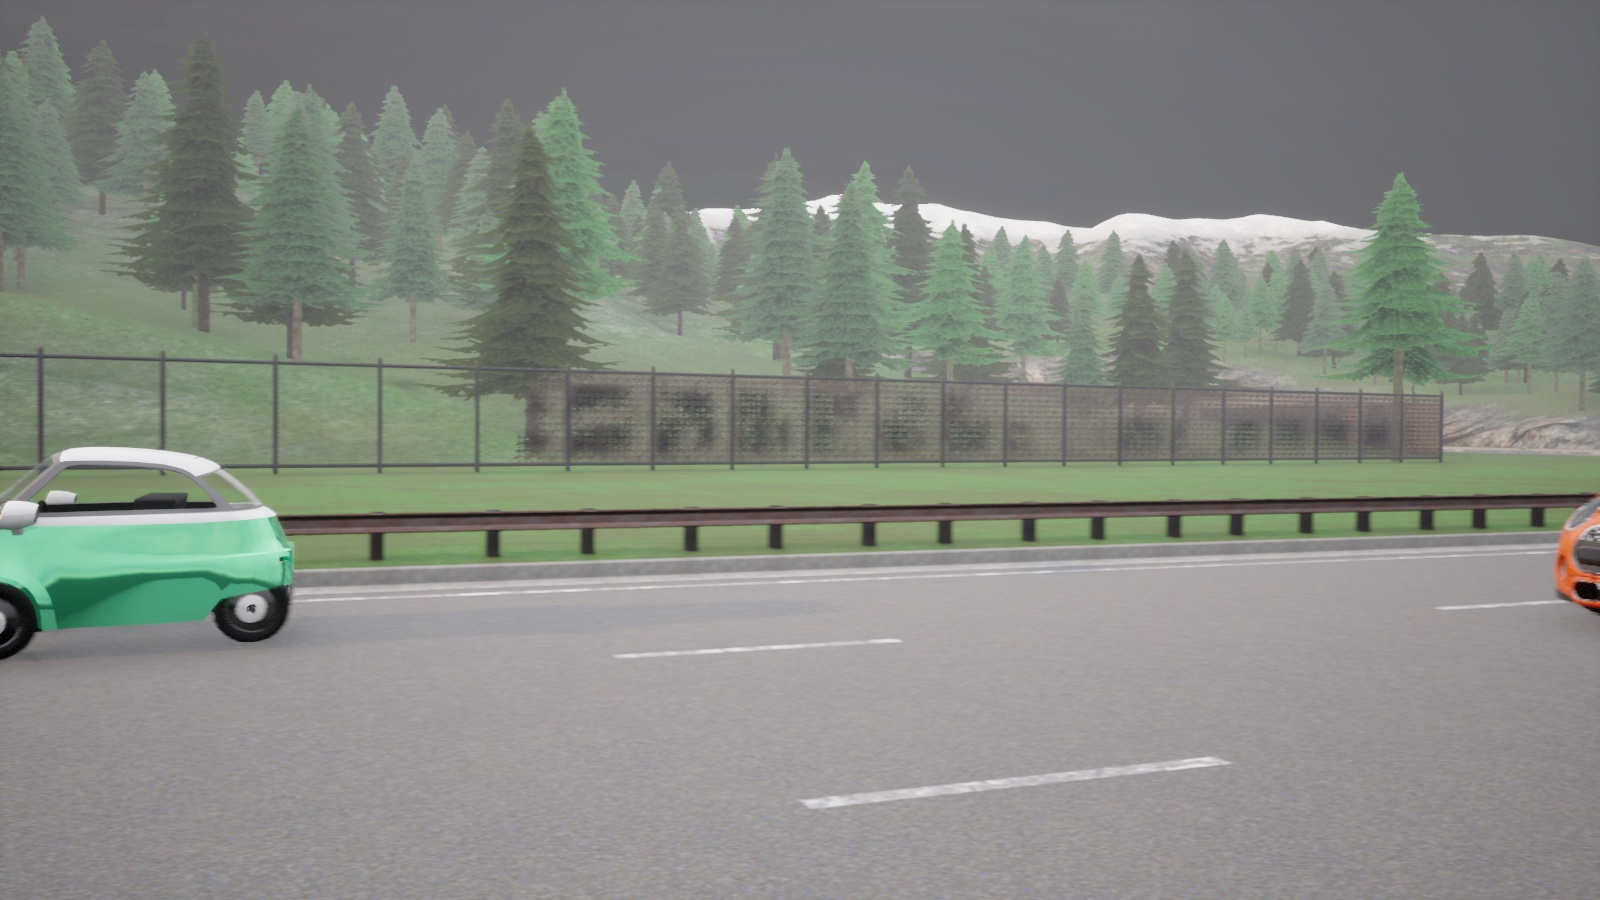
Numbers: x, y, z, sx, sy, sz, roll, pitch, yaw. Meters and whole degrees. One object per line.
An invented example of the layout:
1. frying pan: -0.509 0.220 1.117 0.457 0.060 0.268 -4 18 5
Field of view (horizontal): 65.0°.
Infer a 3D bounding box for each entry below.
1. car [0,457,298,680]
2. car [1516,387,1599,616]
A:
1. car: -4.772 0.761 8.915 2.207 1.376 1.481 -1 1 -21
2. car: 8.399 0.355 10.169 4.553 1.767 2.097 -1 1 -21
